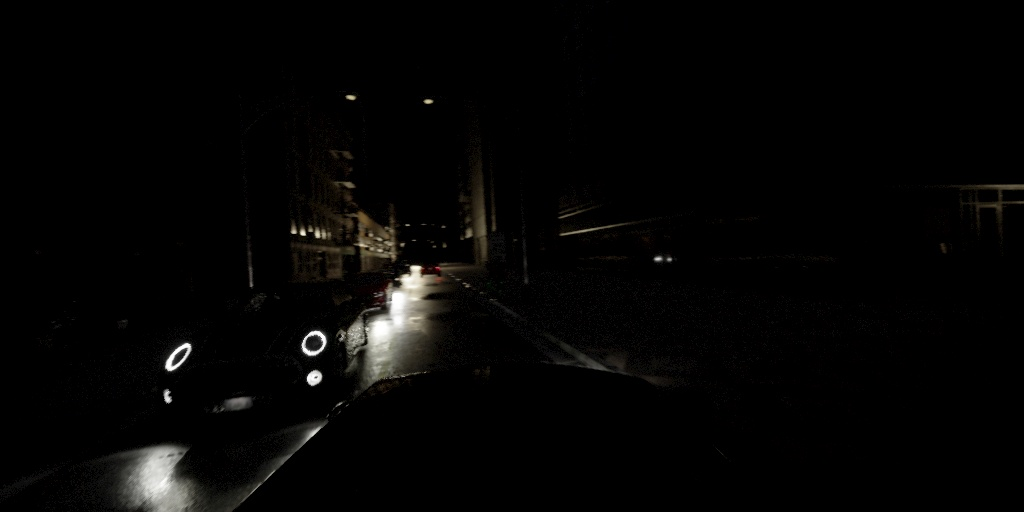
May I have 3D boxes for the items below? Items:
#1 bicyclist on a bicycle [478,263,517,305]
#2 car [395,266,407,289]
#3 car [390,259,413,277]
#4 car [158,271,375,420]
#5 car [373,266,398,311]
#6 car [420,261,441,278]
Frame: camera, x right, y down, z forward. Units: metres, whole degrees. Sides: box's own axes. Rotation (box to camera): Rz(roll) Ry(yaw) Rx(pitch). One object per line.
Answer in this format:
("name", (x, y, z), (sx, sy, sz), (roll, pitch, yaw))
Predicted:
("bicyclist on a bicycle", (-0.657, 1.050, 14.296), (1.656, 1.620, 0.582), (-12, 2, -14))
("car", (-8.757, 1.648, 25.443), (1.895, 1.301, 4.718), (-3, 0, -14))
("car", (-12.677, 1.388, 41.337), (2.150, 2.045, 5.566), (-3, 0, -14))
("car", (-4.020, 1.271, 6.641), (2.097, 1.767, 4.553), (-3, 0, -15))
("car", (-6.305, 1.458, 15.649), (1.882, 1.535, 5.008), (-3, 0, -14))
("car", (-8.892, 1.334, 38.833), (2.097, 1.767, 4.553), (-3, 0, -14))
